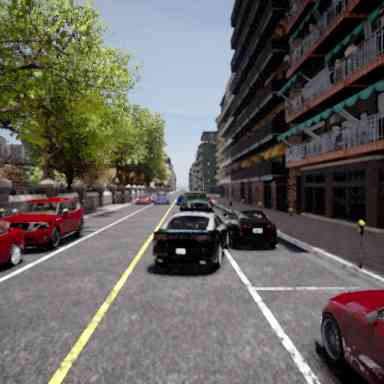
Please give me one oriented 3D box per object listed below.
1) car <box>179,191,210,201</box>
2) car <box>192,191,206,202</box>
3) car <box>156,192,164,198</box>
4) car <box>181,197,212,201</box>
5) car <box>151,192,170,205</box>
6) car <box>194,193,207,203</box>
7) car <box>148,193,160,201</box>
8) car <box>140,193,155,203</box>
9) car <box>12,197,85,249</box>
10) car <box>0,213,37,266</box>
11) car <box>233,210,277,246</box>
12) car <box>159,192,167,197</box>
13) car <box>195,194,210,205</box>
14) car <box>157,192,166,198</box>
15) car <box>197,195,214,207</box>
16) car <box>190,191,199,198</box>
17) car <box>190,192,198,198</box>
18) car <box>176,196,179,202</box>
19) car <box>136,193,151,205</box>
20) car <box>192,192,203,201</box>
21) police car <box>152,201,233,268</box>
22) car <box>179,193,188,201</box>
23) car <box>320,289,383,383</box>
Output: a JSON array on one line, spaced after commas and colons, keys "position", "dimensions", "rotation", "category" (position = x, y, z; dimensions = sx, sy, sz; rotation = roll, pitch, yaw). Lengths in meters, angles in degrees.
[{"position": [0.220, 0.954, 26.897], "dimensions": [2.150, 2.045, 5.566], "rotation": [0, 1, -1], "category": "car"}, {"position": [1.183, 0.742, 59.183], "dimensions": [2.192, 1.841, 5.009], "rotation": [0, 1, -1], "category": "car"}, {"position": [-7.765, 0.768, 81.313], "dimensions": [1.752, 1.417, 4.829], "rotation": [0, 1, -1], "category": "car"}, {"position": [0.375, 1.293, 20.872], "dimensions": [1.837, 1.490, 4.892], "rotation": [0, 1, -1], "category": "car"}, {"position": [-4.208, 0.898, 46.835], "dimensions": [2.097, 1.767, 4.553], "rotation": [0, 1, -1], "category": "car"}, {"position": [1.328, 0.918, 53.556], "dimensions": [1.967, 1.590, 4.097], "rotation": [0, 1, -1], "category": "car"}, {"position": [-7.337, 0.941, 64.599], "dimensions": [2.008, 1.369, 4.403], "rotation": [0, 1, -1], "category": "car"}, {"position": [-7.050, 0.932, 53.341], "dimensions": [1.967, 1.590, 4.097], "rotation": [0, 1, -1], "category": "car"}, {"position": [-6.041, 1.181, 13.945], "dimensions": [2.192, 1.841, 5.009], "rotation": [0, 1, -1], "category": "car"}, {"position": [-5.898, 1.467, 8.317], "dimensions": [1.887, 1.381, 4.507], "rotation": [0, 1, -1], "category": "car"}, {"position": [2.336, 1.418, 14.162], "dimensions": [1.947, 1.339, 4.313], "rotation": [0, 1, -1], "category": "car"}, {"position": [-8.053, 0.674, 92.570], "dimensions": [1.752, 1.417, 4.829], "rotation": [0, 0, -1], "category": "car"}, {"position": [1.472, 1.073, 47.930], "dimensions": [1.887, 1.381, 4.507], "rotation": [0, 1, -1], "category": "car"}, {"position": [-7.913, 0.745, 87.112], "dimensions": [2.008, 1.369, 4.403], "rotation": [0, 0, -1], "category": "car"}, {"position": [1.617, 1.125, 42.301], "dimensions": [1.887, 1.381, 4.507], "rotation": [0, 1, -1], "category": "car"}, {"position": [0.608, 0.668, 81.697], "dimensions": [1.967, 1.590, 4.097], "rotation": [0, 0, -1], "category": "car"}, {"position": [0.465, 0.746, 87.327], "dimensions": [1.947, 1.339, 4.313], "rotation": [0, 0, -1], "category": "car"}, {"position": [-1.181, 1.019, 46.983], "dimensions": [1.882, 1.535, 5.008], "rotation": [0, 1, -1], "category": "car"}, {"position": [-6.906, 0.983, 47.714], "dimensions": [1.967, 1.590, 4.097], "rotation": [0, 1, -1], "category": "car"}, {"position": [1.040, 0.816, 64.813], "dimensions": [1.967, 1.590, 4.097], "rotation": [0, 1, -1], "category": "car"}, {"position": [0.166, 1.310, 11.161], "dimensions": [1.930, 1.638, 5.238], "rotation": [0, 1, 10], "category": "police car"}, {"position": [-1.673, 0.898, 65.751], "dimensions": [1.812, 1.442, 4.674], "rotation": [0, 1, -1], "category": "car"}, {"position": [2.624, 1.547, 2.904], "dimensions": [1.802, 1.307, 4.206], "rotation": [0, 1, -1], "category": "car"}]
